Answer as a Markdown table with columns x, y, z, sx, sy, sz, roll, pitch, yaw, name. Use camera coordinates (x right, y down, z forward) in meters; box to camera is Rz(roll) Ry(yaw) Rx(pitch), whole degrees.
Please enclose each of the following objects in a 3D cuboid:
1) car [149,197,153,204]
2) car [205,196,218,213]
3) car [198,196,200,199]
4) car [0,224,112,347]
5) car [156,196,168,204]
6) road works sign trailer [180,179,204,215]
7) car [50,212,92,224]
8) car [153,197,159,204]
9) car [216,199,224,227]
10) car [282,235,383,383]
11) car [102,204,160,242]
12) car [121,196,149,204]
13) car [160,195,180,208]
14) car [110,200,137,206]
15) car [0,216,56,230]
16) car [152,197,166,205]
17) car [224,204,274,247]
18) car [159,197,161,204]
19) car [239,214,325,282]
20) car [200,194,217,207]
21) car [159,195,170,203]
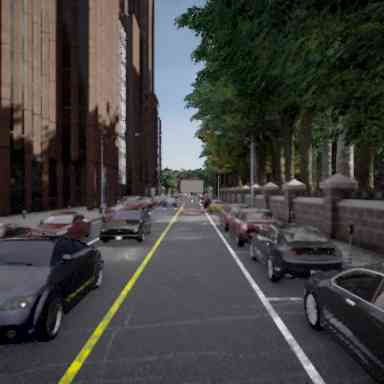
| x | y | z | sx | sy | sz | roll | pitch | yaw | name |
| --- | --- | --- | --- | --- | --- | --- | --- | --- | --- |
| -5.766 | 1.541 | 36.853 | 1.887 | 1.381 | 4.507 | 0 | 0 | 0 | car |
| 2.759 | 1.522 | 37.028 | 1.752 | 1.417 | 4.829 | 0 | 0 | 0 | car |
| 2.757 | 1.573 | 64.141 | 1.947 | 1.339 | 4.313 | 0 | 0 | 0 | car |
| -3.093 | 1.564 | 6.364 | 1.994 | 1.385 | 4.181 | 0 | 0 | 0 | car |
| -5.768 | 1.552 | 64.138 | 1.887 | 1.381 | 4.507 | 0 | 0 | 0 | car |
| -0.003 | 0.461 | 33.405 | 2.380 | 3.560 | 2.880 | 0 | 0 | 0 | road works sign trailer |
| -5.764 | 1.580 | 15.025 | 1.802 | 1.307 | 4.206 | 0 | 0 | 0 | car |
| -5.766 | 1.543 | 42.310 | 1.887 | 1.381 | 4.507 | 0 | 0 | 0 | car |
| 2.761 | 1.437 | 20.489 | 1.967 | 1.590 | 4.097 | 0 | 0 | 0 | car |
| 2.762 | 1.550 | 4.119 | 2.008 | 1.369 | 4.403 | 0 | 0 | 0 | car |
| -3.056 | 1.545 | 16.615 | 2.033 | 1.411 | 5.357 | 0 | 0 | 0 | car |
| -5.765 | 1.311 | 31.396 | 2.192 | 1.841 | 5.009 | 0 | 0 | 0 | car |
| -3.082 | 1.526 | 47.705 | 1.812 | 1.442 | 4.674 | 0 | 0 | 0 | car |
| -5.765 | 1.579 | 25.939 | 1.802 | 1.307 | 4.206 | 0 | 0 | 0 | car |
| -5.764 | 1.581 | 9.568 | 1.802 | 1.307 | 4.206 | 0 | 0 | 0 | car |
| -5.768 | 1.555 | 58.681 | 2.008 | 1.369 | 4.403 | 0 | 0 | 0 | car |
| 2.761 | 1.438 | 15.032 | 1.967 | 1.590 | 4.097 | 0 | 0 | 0 | car |
| -5.767 | 1.443 | 53.224 | 1.967 | 1.590 | 4.097 | 0 | 0 | 0 | car |
| 2.762 | 1.549 | 9.576 | 2.008 | 1.369 | 4.403 | 0 | 0 | 0 | car |
| 2.758 | 1.315 | 47.771 | 2.192 | 1.841 | 5.009 | 0 | 0 | 0 | car |
| -5.769 | 1.450 | 69.595 | 1.967 | 1.590 | 4.097 | 0 | 0 | 0 | car |
